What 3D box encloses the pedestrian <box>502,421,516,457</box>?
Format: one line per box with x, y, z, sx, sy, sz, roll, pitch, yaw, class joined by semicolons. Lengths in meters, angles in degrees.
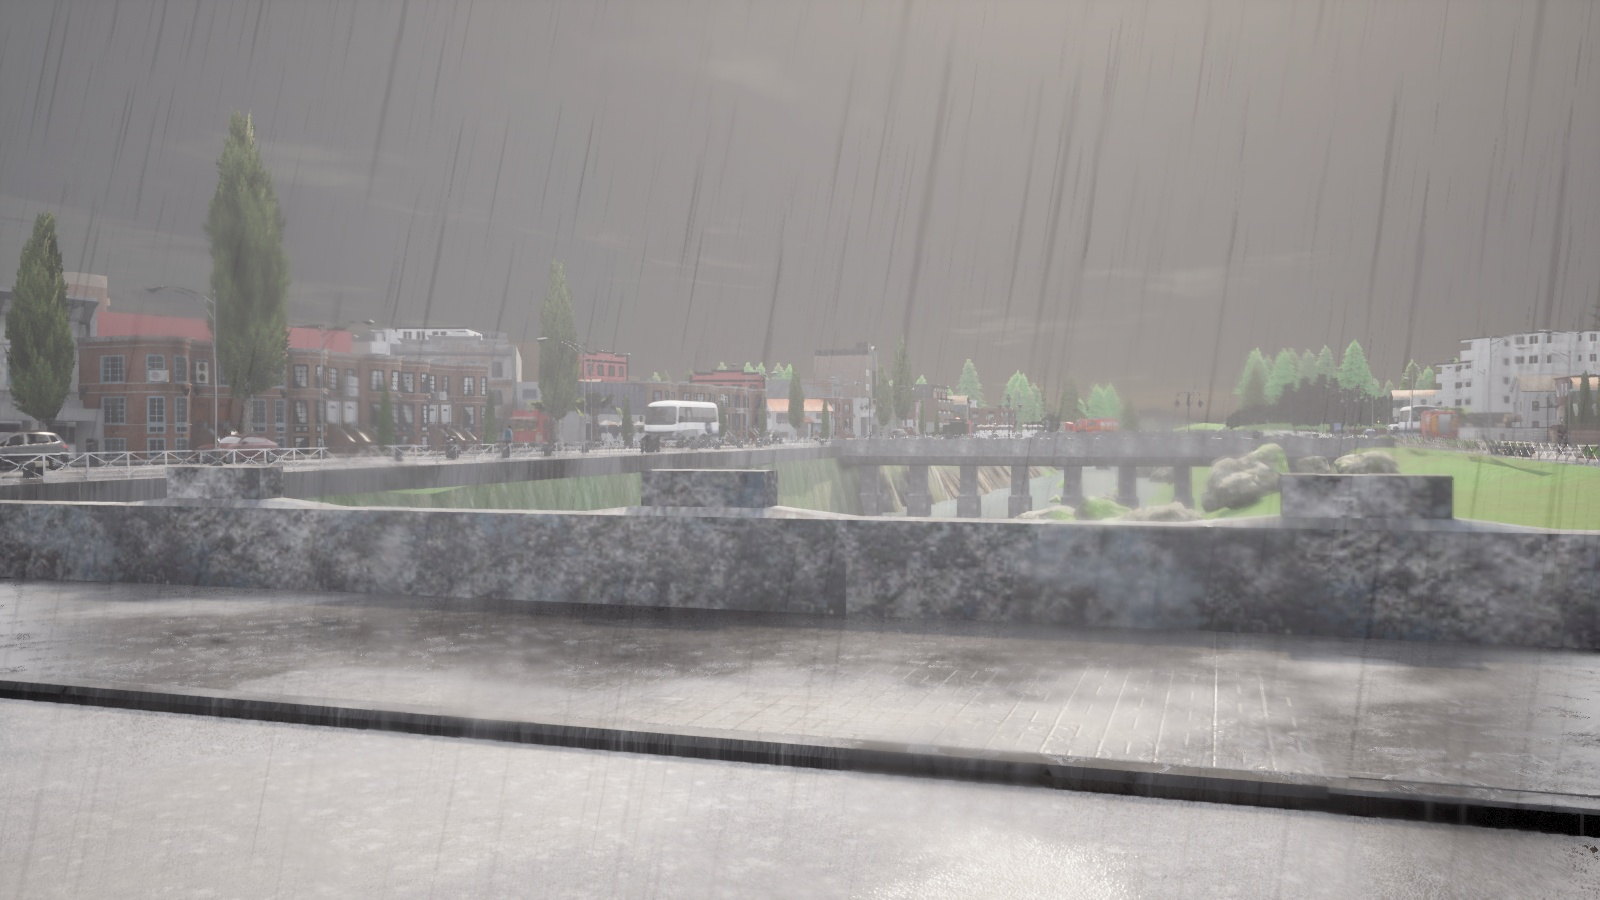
-15.438;-0.589;66.638;0.396;1.930;0.692;1;1;23;pedestrian

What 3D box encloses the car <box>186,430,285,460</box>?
-28.154;-0.259;62.822;1.812;1.442;4.674;1;1;19;car

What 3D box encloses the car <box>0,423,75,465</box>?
-32.194;-0.263;50.795;2.242;1.667;4.611;1;1;19;car
